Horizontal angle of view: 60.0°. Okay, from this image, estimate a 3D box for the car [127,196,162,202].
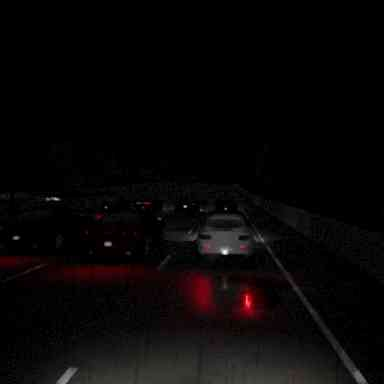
[{"bbox_3d":[-3.924,1.120,30.406,2.128,1.511,4.902,0,1,6],"label":"car"}]

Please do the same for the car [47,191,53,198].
[{"bbox_3d":[-25.317,0.304,62.377,1.812,1.442,4.674,0,2,6],"label":"car"}]

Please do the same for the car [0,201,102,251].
[{"bbox_3d":[-5.658,1.352,13.651,1.882,1.535,5.008,0,1,6],"label":"car"}]

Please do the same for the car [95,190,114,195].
[{"bbox_3d":[-15.087,0.482,59.458,1.895,1.301,4.718,0,2,7],"label":"car"}]

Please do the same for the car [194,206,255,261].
[{"bbox_3d":[1.174,1.441,11.822,1.812,1.442,4.674,0,1,6],"label":"car"}]

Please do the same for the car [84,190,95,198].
[{"bbox_3d":[-18.373,0.304,61.673,2.128,1.511,4.902,0,2,7],"label":"car"}]

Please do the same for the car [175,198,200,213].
[{"bbox_3d":[-0.370,1.194,30.749,1.994,1.385,4.181,0,1,6],"label":"car"}]

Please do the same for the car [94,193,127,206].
[{"bbox_3d":[-7.331,1.123,31.582,1.812,1.442,4.674,0,1,6],"label":"car"}]

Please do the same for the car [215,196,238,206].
[{"bbox_3d":[3.067,1.144,29.961,2.128,1.511,4.902,0,1,6],"label":"car"}]

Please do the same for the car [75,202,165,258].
[{"bbox_3d":[-2.268,1.376,12.426,1.882,1.535,5.008,0,1,6],"label":"car"}]

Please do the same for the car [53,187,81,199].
[{"bbox_3d":[-22.082,0.088,59.773,2.150,2.045,5.566,0,2,6],"label":"car"}]
